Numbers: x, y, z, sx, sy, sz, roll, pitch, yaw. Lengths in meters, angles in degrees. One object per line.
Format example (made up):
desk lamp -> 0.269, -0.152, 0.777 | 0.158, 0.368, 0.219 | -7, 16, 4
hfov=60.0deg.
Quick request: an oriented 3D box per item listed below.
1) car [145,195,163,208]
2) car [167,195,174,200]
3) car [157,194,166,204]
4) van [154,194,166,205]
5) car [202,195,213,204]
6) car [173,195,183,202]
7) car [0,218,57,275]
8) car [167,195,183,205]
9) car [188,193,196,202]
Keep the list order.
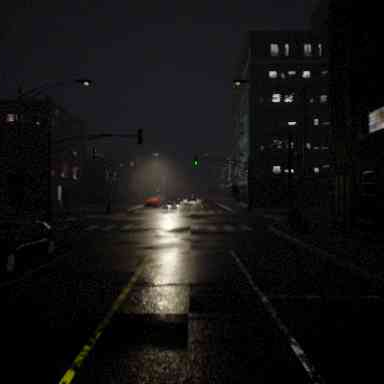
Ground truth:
car -> -5.750, 1.499, 48.245 | 1.887, 1.381, 4.507 | 1, 0, 0
car -> -5.671, 1.499, 88.047 | 1.802, 1.307, 4.206 | 1, 0, 0
car -> -5.673, 1.493, 53.927 | 1.887, 1.381, 4.507 | 1, 0, 0
van -> -5.668, 1.284, 59.614 | 1.690, 1.788, 3.998 | 1, 0, 0
car -> 2.709, 1.383, 59.674 | 1.967, 1.590, 4.097 | 1, 0, 0
car -> -2.996, 1.470, 72.604 | 2.033, 1.411, 5.357 | 0, 0, 0
car -> -5.676, 1.542, 10.289 | 2.008, 1.369, 4.403 | 1, 0, 0
car -> -3.046, 1.449, 57.284 | 1.837, 1.490, 4.892 | 0, 0, 0
car -> 0.005, 1.459, 75.915 | 2.033, 1.411, 5.357 | 0, 0, 0
